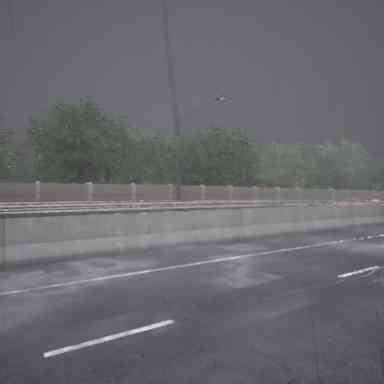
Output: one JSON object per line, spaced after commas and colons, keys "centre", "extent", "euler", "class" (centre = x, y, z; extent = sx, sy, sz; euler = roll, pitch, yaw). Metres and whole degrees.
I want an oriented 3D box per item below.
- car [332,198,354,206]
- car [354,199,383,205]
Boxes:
{"centre": [20.775, 1.622, 44.487], "extent": [4.553, 1.767, 2.097], "euler": [1, -1, -36], "class": "car"}
{"centre": [22.782, 1.753, 41.620], "extent": [5.008, 1.535, 1.882], "euler": [1, -1, -36], "class": "car"}
